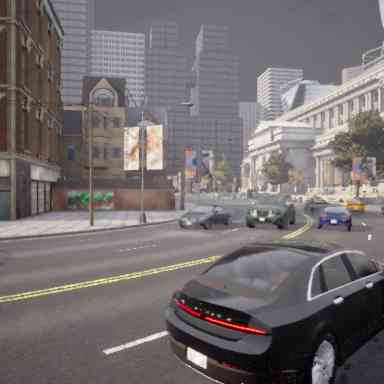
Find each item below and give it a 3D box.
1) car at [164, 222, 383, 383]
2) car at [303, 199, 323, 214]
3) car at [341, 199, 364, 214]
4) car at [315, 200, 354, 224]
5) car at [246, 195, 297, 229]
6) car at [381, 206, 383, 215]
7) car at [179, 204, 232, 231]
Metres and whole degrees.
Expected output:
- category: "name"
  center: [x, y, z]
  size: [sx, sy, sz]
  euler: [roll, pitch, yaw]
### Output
- category: "car"
  center: [1.817, 1.503, 5.203]
  size: [4.892, 1.490, 1.837]
  euler: [-1, 1, -43]
- category: "car"
  center: [13.158, 1.471, 35.329]
  size: [2.128, 1.511, 4.902]
  euler: [0, 0, 8]
- category: "car"
  center: [16.722, 1.459, 35.751]
  size: [1.882, 1.535, 5.008]
  euler: [0, 0, 7]
- category: "car"
  center: [9.101, 1.514, 21.153]
  size: [1.812, 1.442, 4.674]
  euler: [0, 0, 25]
- category: "car"
  center: [5.199, 1.209, 21.182]
  size: [2.150, 2.045, 5.566]
  euler: [0, 0, 27]
- category: "car"
  center: [10.896, 1.541, 16.780]
  size: [2.033, 1.411, 5.357]
  euler: [0, 0, 28]
- category: "car"
  center: [0.984, 1.509, 20.864]
  size: [1.812, 1.442, 4.674]
  euler: [0, 0, 30]
